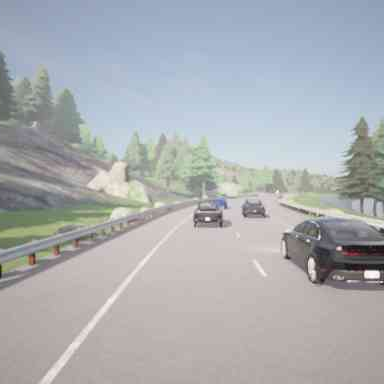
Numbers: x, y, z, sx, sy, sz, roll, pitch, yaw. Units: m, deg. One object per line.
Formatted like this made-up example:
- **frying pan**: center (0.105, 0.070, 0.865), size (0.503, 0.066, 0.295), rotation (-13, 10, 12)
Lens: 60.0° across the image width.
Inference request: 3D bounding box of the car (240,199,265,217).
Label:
- **car**: center (5.339, 1.355, 29.319), size (2.128, 1.511, 4.902), rotation (0, 0, 6)

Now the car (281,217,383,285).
- **car**: center (3.848, 1.464, 9.364), size (1.837, 1.490, 4.892), rotation (0, 0, 2)

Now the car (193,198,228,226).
- **car**: center (1.131, 1.384, 22.196), size (2.128, 1.511, 4.902), rotation (0, 0, 5)

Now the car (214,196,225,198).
- **car**: center (3.452, 1.279, 41.695), size (1.882, 1.535, 5.008), rotation (0, 0, 9)
